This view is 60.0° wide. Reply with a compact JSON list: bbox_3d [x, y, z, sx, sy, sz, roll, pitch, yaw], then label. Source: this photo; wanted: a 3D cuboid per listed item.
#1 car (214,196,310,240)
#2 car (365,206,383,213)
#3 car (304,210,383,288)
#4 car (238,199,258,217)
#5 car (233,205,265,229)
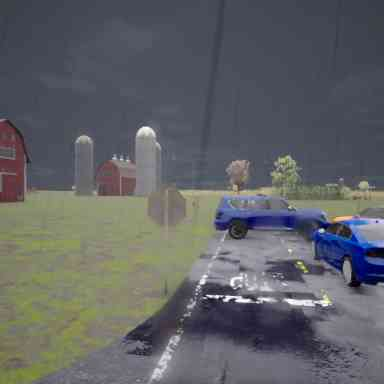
[{"bbox_3d":[3.858,1.219,16.447,5.566,2.045,2.150,0,0,10],"label":"car"},{"bbox_3d":[8.181,1.369,14.321,2.097,1.767,4.553,0,0,-28],"label":"car"},{"bbox_3d":[4.751,1.481,9.225,1.882,1.535,5.008,0,0,5],"label":"car"},{"bbox_3d":[5.528,1.503,32.991,1.837,1.490,4.892,0,0,9],"label":"car"},{"bbox_3d":[3.863,1.601,22.685,1.895,1.301,4.718,0,0,9],"label":"car"}]
